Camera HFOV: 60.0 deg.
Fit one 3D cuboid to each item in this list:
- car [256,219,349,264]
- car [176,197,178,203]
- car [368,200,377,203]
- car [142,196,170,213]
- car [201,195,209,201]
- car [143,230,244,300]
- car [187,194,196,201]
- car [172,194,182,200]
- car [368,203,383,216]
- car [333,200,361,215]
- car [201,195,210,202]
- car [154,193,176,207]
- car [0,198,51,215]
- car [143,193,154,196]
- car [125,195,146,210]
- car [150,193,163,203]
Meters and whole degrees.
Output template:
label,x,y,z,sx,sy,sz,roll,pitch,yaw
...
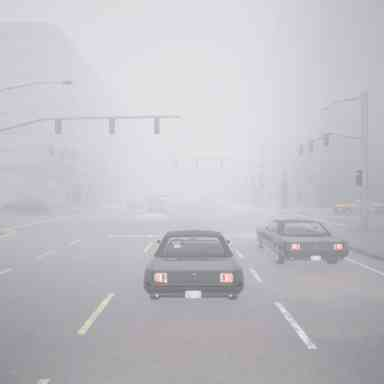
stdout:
label,x,y,z,sx,sy,sz,roll,pitch,yaw
car,3.548,1.601,11.734,1.895,1.301,4.718,0,0,0
car,-3.858,1.564,66.396,1.994,1.385,4.181,0,0,1
car,19.269,1.547,30.848,4.902,1.511,2.128,0,0,0
car,-3.909,1.515,37.039,2.128,1.511,4.902,0,0,-1
car,3.387,1.553,87.462,1.994,1.385,4.181,0,0,1
car,0.042,1.601,8.348,1.895,1.301,4.718,0,0,0
car,-0.114,1.355,87.333,2.097,1.767,4.553,0,0,1
car,-3.665,1.292,82.334,2.033,1.411,5.357,0,0,1
car,3.593,1.221,1.982,2.150,2.045,5.566,0,0,0
car,17.206,1.533,34.350,5.008,1.535,1.882,0,0,0
car,3.288,1.595,77.487,1.895,1.301,4.718,0,0,1
car,-4.045,1.219,50.892,2.150,2.045,5.566,0,0,0
car,-17.142,1.408,34.300,4.553,1.767,2.097,0,0,-2
car,-7.492,1.223,57.360,2.150,2.045,5.566,0,0,1
car,-7.492,1.526,43.914,1.812,1.442,4.674,0,0,-1
car,-7.298,1.225,69.025,2.150,2.045,5.566,0,0,1
